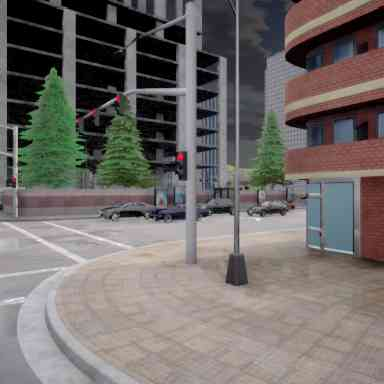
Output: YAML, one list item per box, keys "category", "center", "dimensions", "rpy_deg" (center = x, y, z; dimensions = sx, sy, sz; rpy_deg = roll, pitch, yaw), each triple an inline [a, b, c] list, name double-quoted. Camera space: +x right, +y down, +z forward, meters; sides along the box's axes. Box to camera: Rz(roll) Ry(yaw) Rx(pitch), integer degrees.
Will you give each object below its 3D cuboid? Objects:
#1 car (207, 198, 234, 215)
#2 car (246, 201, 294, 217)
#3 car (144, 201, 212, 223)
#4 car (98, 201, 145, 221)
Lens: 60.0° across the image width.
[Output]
- category: "car"
  center: [2.207, 1.407, 32.896]
  dimensions: [4.553, 1.767, 2.097]
  rpy_deg: [0, 0, -35]
- category: "car"
  center: [7.364, 1.581, 32.248]
  dimensions: [4.674, 1.442, 1.812]
  rpy_deg: [0, 0, -35]
- category: "car"
  center: [-1.021, 1.656, 26.332]
  dimensions: [4.718, 1.301, 1.895]
  rpy_deg: [0, 0, -35]
- category: "car"
  center: [-5.283, 1.547, 27.608]
  dimensions: [4.902, 1.511, 2.128]
  rpy_deg: [0, 0, -35]
